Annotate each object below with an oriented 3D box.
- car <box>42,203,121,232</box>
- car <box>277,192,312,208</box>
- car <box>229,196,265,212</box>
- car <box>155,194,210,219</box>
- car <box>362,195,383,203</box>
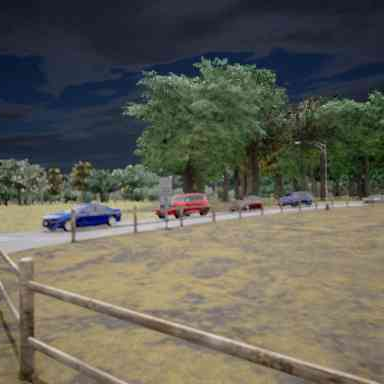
[{"bbox_3d":[-6.646,1.479,20.449,1.882,1.535,5.008,-2,-1,36],"label":"car"},{"bbox_3d":[13.438,1.018,43.455,5.566,2.045,2.150,0,-1,-41],"label":"car"},{"bbox_3d":[5.989,1.233,36.284,2.097,1.767,4.553,-2,-1,43],"label":"car"},{"bbox_3d":[-0.713,1.172,28.459,2.150,2.045,5.566,-2,-1,38],"label":"car"},{"bbox_3d":[27.994,1.138,50.264,4.718,1.301,1.895,-1,-2,-30],"label":"car"}]
